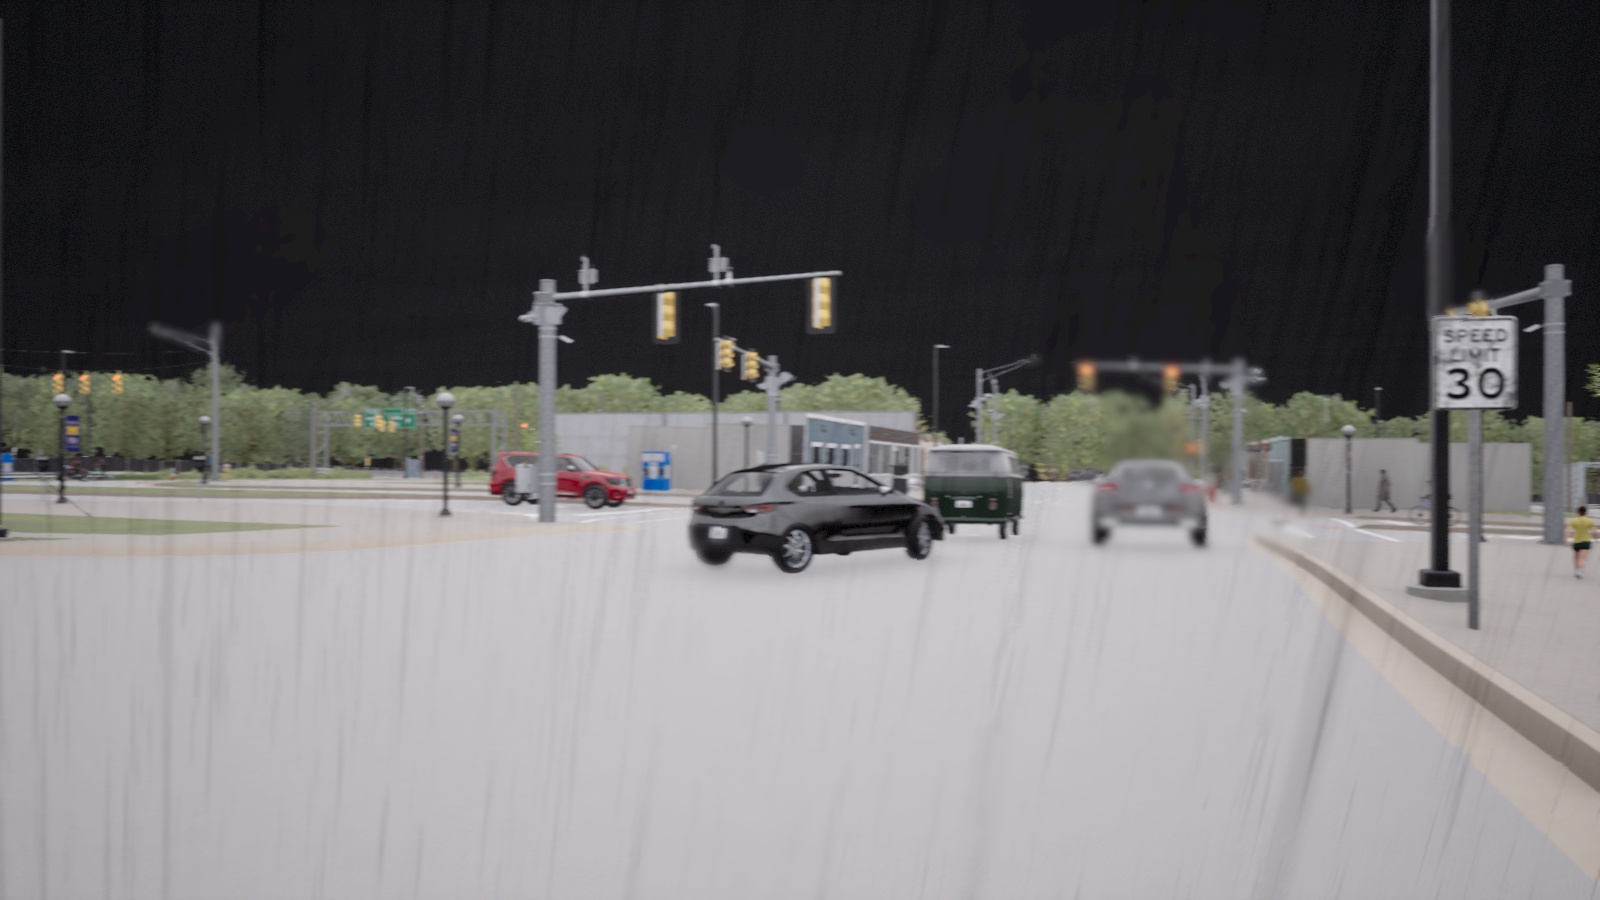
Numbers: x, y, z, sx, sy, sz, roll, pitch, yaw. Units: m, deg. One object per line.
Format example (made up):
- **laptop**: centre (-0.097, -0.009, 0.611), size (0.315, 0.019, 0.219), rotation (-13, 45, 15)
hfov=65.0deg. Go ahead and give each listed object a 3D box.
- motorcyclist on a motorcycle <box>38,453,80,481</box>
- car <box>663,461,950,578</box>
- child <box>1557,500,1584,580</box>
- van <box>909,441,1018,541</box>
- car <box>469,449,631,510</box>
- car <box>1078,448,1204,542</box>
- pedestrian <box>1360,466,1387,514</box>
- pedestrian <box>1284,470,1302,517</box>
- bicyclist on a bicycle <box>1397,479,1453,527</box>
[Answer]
- **motorcyclist on a motorcycle**: centre (-45.021, 1.055, 76.298), size (0.766, 1.649, 2.350), rotation (0, -1, 12)
- **car**: centre (0.204, 0.913, 18.291), size (1.816, 1.474, 4.193), rotation (-1, 0, 43)
- **child**: centre (11.011, 1.273, 17.948), size (0.255, 1.110, 0.394), rotation (0, 0, 44)
- **van**: centre (3.659, 0.893, 27.389), size (1.775, 1.987, 4.442), rotation (0, -2, 15)
- **car**: centre (-9.416, 1.088, 47.502), size (5.566, 2.045, 2.150), rotation (2, 0, 12)
- **car**: centre (6.708, 0.874, 24.685), size (2.152, 1.651, 5.027), rotation (0, -2, 15)
- **pedestrian**: centre (23.647, 1.641, 51.800), size (0.873, 1.952, 0.659), rotation (0, 0, 10)
- **pedestrian**: centre (19.364, 1.709, 49.321), size (0.431, 1.840, 0.709), rotation (0, 0, 41)
- **bicyclist on a bicycle**: centre (22.056, 1.865, 44.342), size (1.656, 1.620, 0.582), rotation (2, -1, 15)
